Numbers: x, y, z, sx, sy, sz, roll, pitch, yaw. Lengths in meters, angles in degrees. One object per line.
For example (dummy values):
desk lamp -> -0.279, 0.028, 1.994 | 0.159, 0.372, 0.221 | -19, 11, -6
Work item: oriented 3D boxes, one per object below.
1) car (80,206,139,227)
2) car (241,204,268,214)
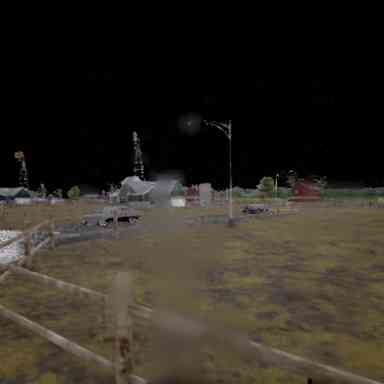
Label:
car -> -6.223, 1.826, 25.525 | 2.128, 1.511, 4.902 | -2, -2, 37
car -> 8.814, 2.320, 46.489 | 2.033, 1.411, 5.357 | -2, -2, 36
